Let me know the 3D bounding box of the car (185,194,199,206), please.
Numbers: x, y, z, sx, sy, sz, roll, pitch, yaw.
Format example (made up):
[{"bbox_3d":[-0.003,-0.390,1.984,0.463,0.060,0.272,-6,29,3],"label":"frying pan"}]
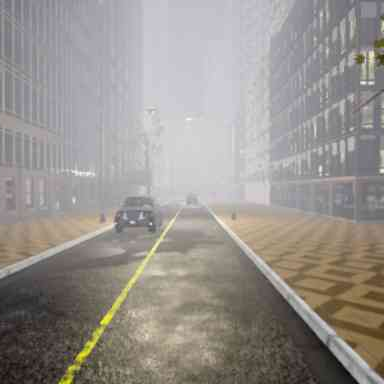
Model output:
[{"bbox_3d":[0.019,1.497,53.499,1.837,1.490,4.892,0,0,0],"label":"car"}]

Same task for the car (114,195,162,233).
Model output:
[{"bbox_3d":[-3.010,1.216,19.721,2.150,2.045,5.566,0,0,0],"label":"car"}]
